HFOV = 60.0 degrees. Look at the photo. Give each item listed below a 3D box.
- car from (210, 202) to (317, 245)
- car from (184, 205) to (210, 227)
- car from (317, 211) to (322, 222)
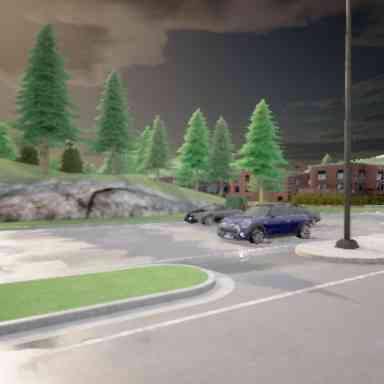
[{"bbox_3d":[3.429,1.353,15.726,4.553,1.767,2.097,0,0,-33],"label":"car"},{"bbox_3d":[1.577,1.545,22.851,4.181,1.385,1.994,0,0,-33],"label":"car"},{"bbox_3d":[6.114,1.559,21.598,5.357,1.411,2.033,0,0,-33],"label":"car"}]
